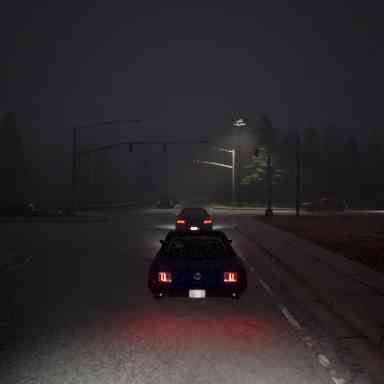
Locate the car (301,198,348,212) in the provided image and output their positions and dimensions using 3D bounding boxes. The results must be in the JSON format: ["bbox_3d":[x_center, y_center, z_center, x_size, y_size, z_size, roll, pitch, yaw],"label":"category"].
[{"bbox_3d":[15.162,1.473,38.165,5.008,1.535,1.882,0,0,1],"label":"car"}]

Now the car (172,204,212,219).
[{"bbox_3d":[0.104,1.511,17.439,1.812,1.442,4.674,0,0,0],"label":"car"}]

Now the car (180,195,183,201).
[{"bbox_3d":[-3.466,1.480,69.276,1.812,1.442,4.674,0,0,0],"label":"car"}]

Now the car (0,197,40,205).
[{"bbox_3d":[-18.332,1.363,35.076,4.553,1.767,2.097,0,0,1],"label":"car"}]

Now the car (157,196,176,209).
[{"bbox_3d":[-3.523,1.326,44.518,2.097,1.767,4.553,0,0,-2],"label":"car"}]

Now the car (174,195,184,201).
[{"bbox_3d":[-3.199,1.485,82.115,1.994,1.385,4.181,0,0,2],"label":"car"}]

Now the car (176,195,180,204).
[{"bbox_3d":[-3.573,1.527,56.523,1.994,1.385,4.181,0,0,0],"label":"car"}]

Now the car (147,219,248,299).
[{"bbox_3d":[0.101,1.596,8.384,1.895,1.301,4.718,0,0,0],"label":"car"}]
